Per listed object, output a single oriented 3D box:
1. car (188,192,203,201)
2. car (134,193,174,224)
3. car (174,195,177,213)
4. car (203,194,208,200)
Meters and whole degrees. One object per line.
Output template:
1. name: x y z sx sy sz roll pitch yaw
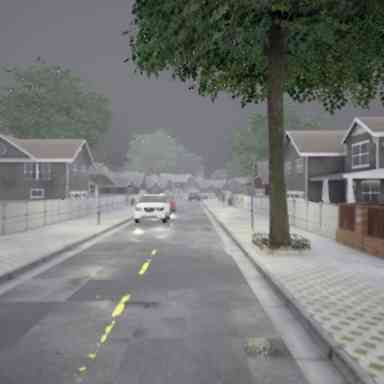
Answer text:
1. car: 0.491 0.923 71.363 2.150 2.045 5.566 0 0 7
2. car: -2.781 1.115 24.364 2.150 2.045 5.566 0 0 0
3. car: -2.780 1.156 35.364 2.150 2.045 5.566 0 0 0
4. car: 2.522 1.138 81.684 2.033 1.411 5.357 0 0 18
